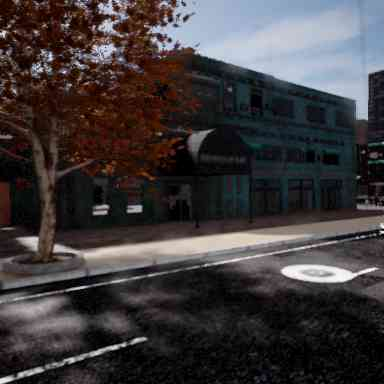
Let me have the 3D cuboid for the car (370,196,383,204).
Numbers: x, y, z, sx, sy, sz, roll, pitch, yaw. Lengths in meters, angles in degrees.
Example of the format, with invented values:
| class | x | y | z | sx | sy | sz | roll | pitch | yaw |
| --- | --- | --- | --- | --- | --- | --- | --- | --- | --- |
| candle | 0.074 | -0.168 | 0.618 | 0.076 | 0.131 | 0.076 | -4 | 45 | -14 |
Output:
| class | x | y | z | sx | sy | sz | roll | pitch | yaw |
| --- | --- | --- | --- | --- | --- | --- | --- | --- | --- |
| car | 26.283 | 1.314 | 43.524 | 1.947 | 1.339 | 4.313 | -2 | 1 | -36 |

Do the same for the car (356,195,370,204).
| class | x | y | z | sx | sy | sz | roll | pitch | yaw |
| --- | --- | --- | --- | --- | --- | --- | --- | --- | --- |
| car | 28.221 | 1.222 | 55.277 | 2.008 | 1.369 | 4.403 | -2 | 1 | -36 |

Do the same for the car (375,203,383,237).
| class | x | y | z | sx | sy | sz | roll | pitch | yaw |
| --- | --- | --- | --- | --- | --- | --- | --- | --- | --- |
| car | 10.604 | 1.336 | 15.473 | 4.674 | 1.442 | 1.812 | -1 | 0 | -36 |
